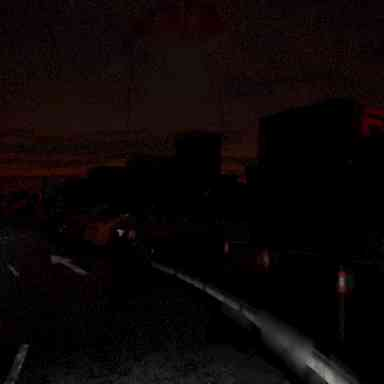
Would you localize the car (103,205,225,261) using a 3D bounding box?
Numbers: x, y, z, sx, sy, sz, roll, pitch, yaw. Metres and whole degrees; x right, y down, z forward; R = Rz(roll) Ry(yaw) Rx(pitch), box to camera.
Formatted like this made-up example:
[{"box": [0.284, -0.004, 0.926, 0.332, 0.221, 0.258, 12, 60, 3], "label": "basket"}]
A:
[{"box": [-0.857, 1.552, 13.304, 4.553, 1.767, 2.185, 0, -1, -35], "label": "car"}]

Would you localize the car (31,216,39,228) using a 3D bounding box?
[{"box": [-9.568, 2.002, 25.730, 4.553, 1.767, 2.185, 0, -2, -35], "label": "car"}]

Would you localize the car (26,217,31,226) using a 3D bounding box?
[{"box": [-11.057, 2.237, 28.241, 5.366, 1.575, 1.946, 0, -2, -35], "label": "car"}]

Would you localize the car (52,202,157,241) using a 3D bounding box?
[{"box": [-4.284, 1.578, 18.173, 5.566, 2.045, 2.435, 0, -2, -35], "label": "car"}]

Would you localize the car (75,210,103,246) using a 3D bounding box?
[{"box": [-2.581, 1.755, 15.797, 5.008, 1.535, 2.097, 0, -1, -35], "label": "car"}]

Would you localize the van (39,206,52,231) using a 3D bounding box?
[{"box": [-7.903, 1.798, 23.195, 4.442, 1.987, 1.878, 0, -2, -35], "label": "van"}]
